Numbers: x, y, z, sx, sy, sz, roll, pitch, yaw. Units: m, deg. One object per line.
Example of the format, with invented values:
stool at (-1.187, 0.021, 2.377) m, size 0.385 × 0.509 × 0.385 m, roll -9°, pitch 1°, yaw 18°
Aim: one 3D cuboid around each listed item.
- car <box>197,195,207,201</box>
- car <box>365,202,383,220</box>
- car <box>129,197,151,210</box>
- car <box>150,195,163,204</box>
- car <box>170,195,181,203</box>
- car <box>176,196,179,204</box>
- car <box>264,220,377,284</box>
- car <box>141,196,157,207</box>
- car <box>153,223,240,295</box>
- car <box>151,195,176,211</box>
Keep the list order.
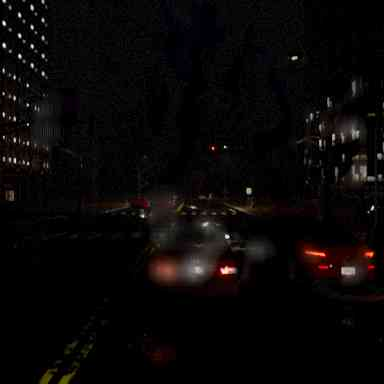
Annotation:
car at (2.542, 1.360, 82.802) m, size 1.812 × 1.442 × 4.674 m, roll 0°, pitch 0°, yaw -4°
car at (16.990, 1.269, 26.660) m, size 5.566 × 2.045 × 2.150 m, roll 0°, pitch 1°, yaw 3°
car at (-6.651, 1.426, 42.197) m, size 1.882 × 1.535 × 5.008 m, roll 0°, pitch 0°, yaw 0°
car at (-6.664, 1.404, 62.483) m, size 1.837 × 1.490 × 4.892 m, roll 0°, pitch 0°, yaw 0°
car at (-3.422, 1.446, 69.121) m, size 1.994 × 1.385 × 4.181 m, roll 0°, pitch 0°, yaw -1°
car at (-3.406, 1.437, 49.468) m, size 1.837 × 1.490 × 4.892 m, roll 0°, pitch 0°, yaw 0°
car at (3.338, 1.519, 9.408) m, size 1.812 × 1.442 × 4.674 m, roll 0°, pitch 0°, yaw 0°
car at (-6.662, 1.451, 52.118) m, size 1.812 × 1.442 × 4.674 m, roll 0°, pitch 0°, yaw 0°
car at (0.089, 1.541, 8.824) m, size 2.033 × 1.411 × 5.357 m, roll 0°, pitch 0°, yaw 0°
car at (-3.396, 1.304, 40.576) m, size 2.097 × 1.767 × 4.553 m, roll 0°, pitch 0°, yaw 0°
